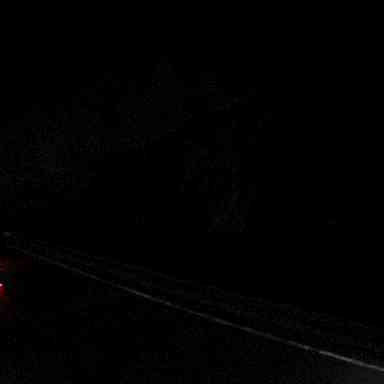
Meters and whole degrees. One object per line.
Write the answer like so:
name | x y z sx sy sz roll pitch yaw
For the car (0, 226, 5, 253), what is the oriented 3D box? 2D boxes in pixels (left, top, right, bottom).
car | -8.783 1.540 12.845 1.837 1.490 4.892 0 0 -45
